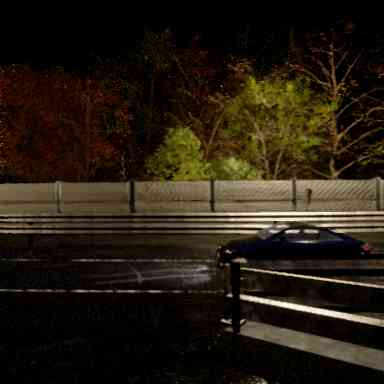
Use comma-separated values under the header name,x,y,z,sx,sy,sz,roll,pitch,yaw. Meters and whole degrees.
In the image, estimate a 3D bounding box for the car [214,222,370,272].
name,x,y,z,sx,sy,sz,roll,pitch,yaw
car,2.737,1.577,9.454,4.181,1.385,1.994,0,0,0
